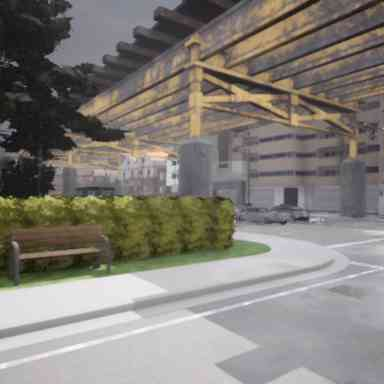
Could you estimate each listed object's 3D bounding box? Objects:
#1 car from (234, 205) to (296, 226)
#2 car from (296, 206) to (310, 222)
[{"bbox_3d":[5.245,1.777,25.479,1.895,1.301,4.718,1,0,-35],"label":"car"},{"bbox_3d":[7.846,1.774,28.178,1.994,1.385,4.181,1,0,-36],"label":"car"}]
